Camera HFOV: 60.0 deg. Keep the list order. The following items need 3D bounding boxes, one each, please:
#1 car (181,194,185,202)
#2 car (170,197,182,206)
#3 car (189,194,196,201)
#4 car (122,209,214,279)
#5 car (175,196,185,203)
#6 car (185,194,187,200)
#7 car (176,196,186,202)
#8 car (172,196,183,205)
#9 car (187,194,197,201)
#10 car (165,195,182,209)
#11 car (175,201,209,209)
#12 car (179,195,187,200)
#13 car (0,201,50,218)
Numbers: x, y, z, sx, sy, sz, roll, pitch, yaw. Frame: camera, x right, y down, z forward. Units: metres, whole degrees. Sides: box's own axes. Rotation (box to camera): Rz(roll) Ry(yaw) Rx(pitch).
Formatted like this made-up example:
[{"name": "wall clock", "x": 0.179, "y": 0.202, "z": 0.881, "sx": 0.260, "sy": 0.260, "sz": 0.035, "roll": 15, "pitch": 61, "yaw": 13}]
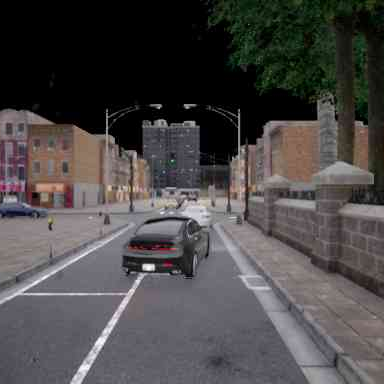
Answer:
[{"name": "car", "x": -2.570, "y": 1.313, "z": 48.473, "sx": 2.192, "sy": 1.841, "sz": 5.009, "roll": 0, "pitch": 0, "yaw": 0}, {"name": "car", "x": -2.561, "y": 1.581, "z": 53.925, "sx": 1.802, "sy": 1.307, "sz": 4.206, "roll": 0, "pitch": 0, "yaw": 0}, {"name": "car", "x": 0.121, "y": 1.337, "z": 83.991, "sx": 1.882, "sy": 1.535, "sz": 5.008, "roll": 0, "pitch": 0, "yaw": 0}, {"name": "car", "x": -0.575, "y": 1.503, "z": 10.167, "sx": 1.837, "sy": 1.490, "sz": 4.892, "roll": 0, "pitch": 0, "yaw": 10}, {"name": "car", "x": -2.538, "y": 1.570, "z": 70.281, "sx": 1.947, "sy": 1.339, "sz": 4.313, "roll": 0, "pitch": 0, "yaw": 0}, {"name": "car", "x": -2.546, "y": 1.568, "z": 64.829, "sx": 1.947, "sy": 1.339, "sz": 4.313, "roll": 0, "pitch": 0, "yaw": 0}, {"name": "car", "x": -2.530, "y": 1.557, "z": 75.733, "sx": 2.008, "sy": 1.369, "sz": 4.403, "roll": 0, "pitch": 0, "yaw": 0}, {"name": "car", "x": -2.554, "y": 1.526, "z": 59.207, "sx": 1.752, "sy": 1.417, "sz": 4.829, "roll": 0, "pitch": 0, "yaw": 0}, {"name": "car", "x": 0.107, "y": 1.354, "z": 73.956, "sx": 2.097, "sy": 1.767, "sz": 4.553, "roll": 0, "pitch": 0, "yaw": 0}, {"name": "car", "x": -2.577, "y": 1.522, "z": 42.851, "sx": 1.752, "sy": 1.417, "sz": 4.829, "roll": 0, "pitch": 0, "yaw": 0}, {"name": "car", "x": 0.329, "y": 1.522, "z": 20.511, "sx": 1.812, "sy": 1.442, "sz": 4.674, "roll": 0, "pitch": 0, "yaw": 5}, {"name": "car", "x": -2.506, "y": 1.563, "z": 92.090, "sx": 2.008, "sy": 1.369, "sz": 4.403, "roll": 0, "pitch": 0, "yaw": 0}, {"name": "car", "x": -14.561, "y": 1.540, "z": 28.344, "sx": 4.674, "sy": 1.442, "sz": 1.812, "roll": 0, "pitch": 0, "yaw": 0}]
